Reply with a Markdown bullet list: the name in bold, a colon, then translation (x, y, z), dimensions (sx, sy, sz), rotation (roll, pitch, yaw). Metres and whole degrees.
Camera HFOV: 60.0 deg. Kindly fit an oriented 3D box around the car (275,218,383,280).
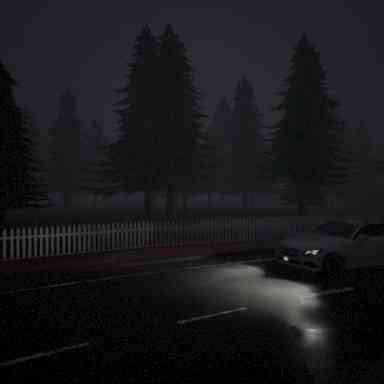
- **car**: translation (4.722, 1.525, 9.869), dimensions (4.674, 1.442, 1.812), rotation (0, 0, -21)
